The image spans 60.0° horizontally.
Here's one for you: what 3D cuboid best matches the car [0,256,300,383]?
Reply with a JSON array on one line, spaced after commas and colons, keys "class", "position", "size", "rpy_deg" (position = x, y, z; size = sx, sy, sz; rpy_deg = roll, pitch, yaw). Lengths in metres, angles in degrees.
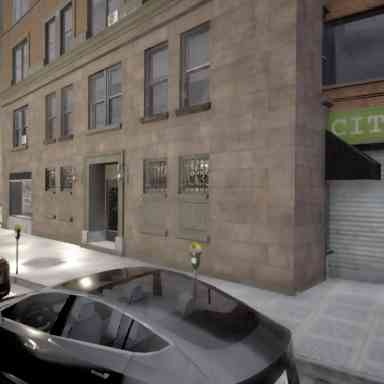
[{"class": "car", "position": [-1.010, 1.565, 3.793], "size": [4.313, 1.339, 1.947], "rpy_deg": [0, 1, 35]}]
